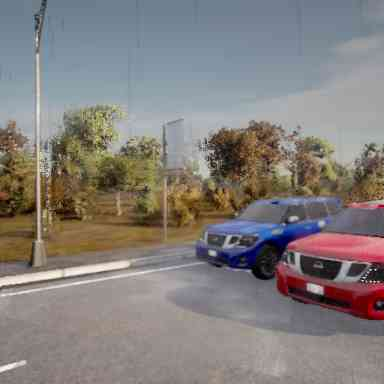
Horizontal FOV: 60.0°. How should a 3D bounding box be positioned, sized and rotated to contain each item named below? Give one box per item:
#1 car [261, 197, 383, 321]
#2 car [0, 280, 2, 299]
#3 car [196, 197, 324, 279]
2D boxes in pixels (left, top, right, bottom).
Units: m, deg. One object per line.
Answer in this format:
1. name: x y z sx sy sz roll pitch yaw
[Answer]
1. car: 4.250 1.196 7.103 5.566 2.045 2.150 -1 0 -36
2. car: -5.361 1.537 4.430 4.902 1.511 2.128 0 0 -36
3. car: 2.763 1.210 10.350 5.566 2.045 2.150 -1 0 -36
